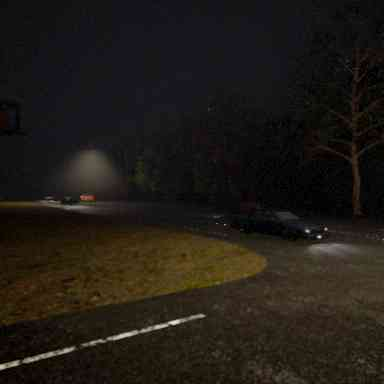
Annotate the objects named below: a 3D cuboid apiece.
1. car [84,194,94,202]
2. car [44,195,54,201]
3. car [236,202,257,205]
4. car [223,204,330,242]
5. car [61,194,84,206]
[{"bbox_3d":[-21.609,1.156,67.974,2.097,1.767,4.553,1,0,-34],"label":"car"},{"bbox_3d":[-31.178,1.280,72.381,1.895,1.301,4.718,1,0,-27],"label":"car"},{"bbox_3d":[4.680,1.617,29.174,1.812,1.442,4.674,1,0,-34],"label":"car"},{"bbox_3d":[4.278,1.621,17.261,2.033,1.411,5.357,1,0,-35],"label":"car"},{"bbox_3d":[-18.944,1.327,51.525,2.128,1.511,4.902,1,0,-34],"label":"car"}]
